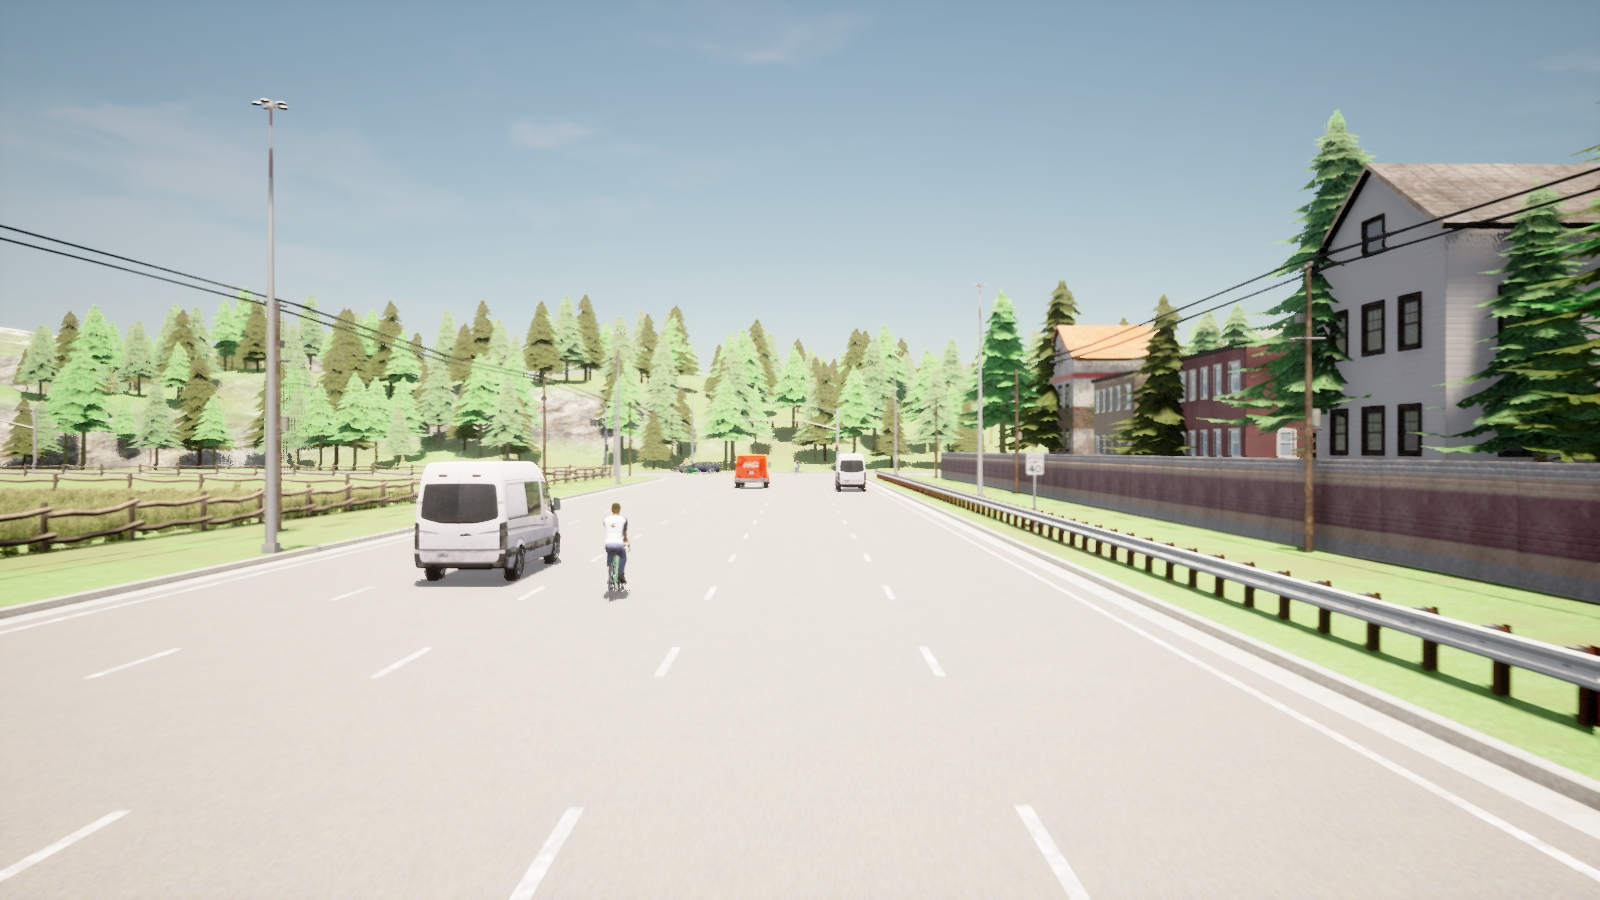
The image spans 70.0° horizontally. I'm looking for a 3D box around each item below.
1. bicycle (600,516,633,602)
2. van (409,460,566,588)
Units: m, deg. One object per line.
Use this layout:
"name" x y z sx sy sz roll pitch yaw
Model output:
"bicycle" -3.501 2.056 21.840 0.373 1.496 1.643 0 0 0
"van" -6.997 1.534 26.336 1.988 2.561 5.915 0 0 0
